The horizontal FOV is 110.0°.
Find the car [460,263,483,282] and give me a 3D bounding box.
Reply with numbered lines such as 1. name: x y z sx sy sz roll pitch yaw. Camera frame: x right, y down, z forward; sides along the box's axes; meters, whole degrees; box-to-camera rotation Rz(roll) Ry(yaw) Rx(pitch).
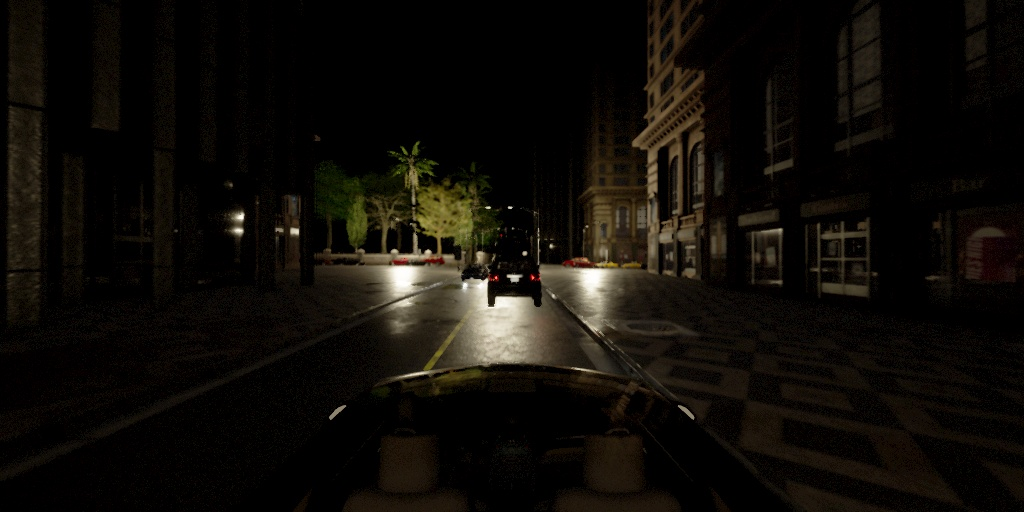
1. car: -2.999 1.304 29.424 2.033 1.411 5.357 0 0 0

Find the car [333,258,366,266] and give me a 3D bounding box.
1. car: -26.030 0.977 58.243 4.313 1.339 1.948 0 0 0

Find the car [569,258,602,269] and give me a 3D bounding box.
1. car: 11.854 1.395 58.127 4.097 1.591 1.967 0 0 0

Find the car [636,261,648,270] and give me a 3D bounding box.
1. car: 22.934 1.669 58.093 4.313 1.339 1.948 0 0 0

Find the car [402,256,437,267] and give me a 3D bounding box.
1. car: -14.983 1.125 58.209 4.403 1.370 2.007 0 0 0

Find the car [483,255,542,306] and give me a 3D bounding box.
1. car: 0.101 0.973 15.931 2.150 2.045 5.566 0 0 0
